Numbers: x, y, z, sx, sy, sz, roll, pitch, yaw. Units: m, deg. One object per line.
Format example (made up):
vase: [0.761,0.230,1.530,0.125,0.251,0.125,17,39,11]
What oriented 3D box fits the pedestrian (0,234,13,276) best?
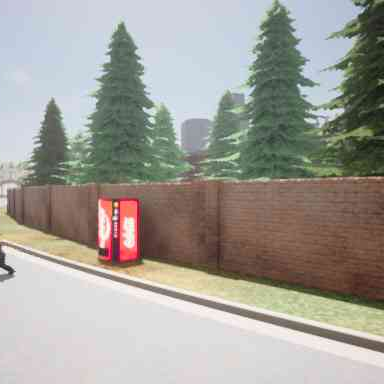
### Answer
pedestrian: [-5.012,1.567,8.667,0.375,1.300,0.375,0,0,42]

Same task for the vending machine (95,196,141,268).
vending machine: [-2.324,1.190,10.512,0.880,2.100,1.100,0,0,42]
